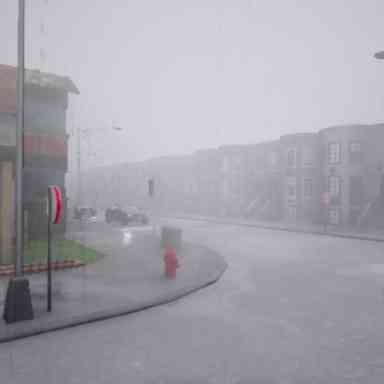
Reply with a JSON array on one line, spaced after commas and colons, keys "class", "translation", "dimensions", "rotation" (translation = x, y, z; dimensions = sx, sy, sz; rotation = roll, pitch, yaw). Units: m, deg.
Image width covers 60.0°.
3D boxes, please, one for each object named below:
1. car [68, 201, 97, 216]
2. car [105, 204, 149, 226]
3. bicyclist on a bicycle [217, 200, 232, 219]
[{"class": "car", "translation": [-11.184, 1.603, 33.423], "dimensions": [1.812, 1.442, 4.674], "rotation": [1, 0, -35]}, {"class": "car", "translation": [-4.912, 1.603, 24.631], "dimensions": [1.812, 1.442, 4.674], "rotation": [1, 0, -36]}, {"class": "bicyclist on a bicycle", "translation": [2.757, 1.489, 28.311], "dimensions": [1.656, 1.620, 0.582], "rotation": [0, 0, -35]}]
